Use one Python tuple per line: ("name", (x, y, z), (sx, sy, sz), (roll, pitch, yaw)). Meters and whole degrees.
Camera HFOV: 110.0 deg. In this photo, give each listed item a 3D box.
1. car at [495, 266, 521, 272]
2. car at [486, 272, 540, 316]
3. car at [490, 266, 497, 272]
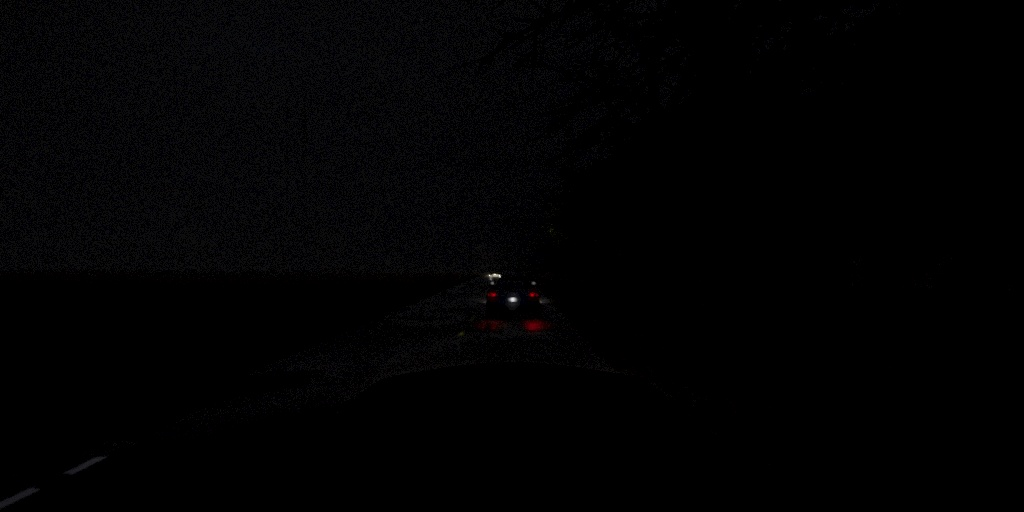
("car", (0.023, 1.692, 27.140), (2.033, 1.411, 5.357), (0, -1, 1))
("car", (0.046, 1.501, 14.323), (1.994, 1.385, 4.181), (0, -1, 0))
("car", (-2.719, 2.507, 60.794), (1.837, 1.490, 4.892), (0, -1, 1))
